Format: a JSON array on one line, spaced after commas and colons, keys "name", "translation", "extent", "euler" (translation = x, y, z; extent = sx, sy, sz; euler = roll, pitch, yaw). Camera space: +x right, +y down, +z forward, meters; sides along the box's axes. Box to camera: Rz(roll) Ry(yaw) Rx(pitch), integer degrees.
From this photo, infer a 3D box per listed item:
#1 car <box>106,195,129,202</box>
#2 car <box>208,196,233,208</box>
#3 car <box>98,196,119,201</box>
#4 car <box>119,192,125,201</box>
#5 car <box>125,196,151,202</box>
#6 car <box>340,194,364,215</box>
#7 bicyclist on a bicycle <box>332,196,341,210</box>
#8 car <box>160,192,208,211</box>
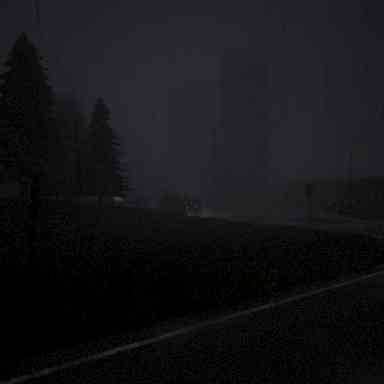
[{"name": "car", "translation": [-15.799, 1.346, 70.722], "extent": [4.181, 1.381, 1.994], "euler": [0, 0, -36]}, {"name": "car", "translation": [3.514, 1.280, 43.949], "extent": [3.988, 1.617, 1.851], "euler": [0, 0, -36]}, {"name": "car", "translation": [-13.446, 1.382, 51.540], "extent": [1.994, 1.385, 4.181], "euler": [0, 0, -35]}, {"name": "car", "translation": [-13.735, 1.030, 58.070], "extent": [2.150, 2.045, 5.566], "euler": [0, 0, -35]}, {"name": "car", "translation": [-7.786, 1.335, 49.645], "extent": [1.812, 1.442, 4.674], "euler": [0, 0, -34]}, {"name": "car", "translation": [15.097, 1.149, 31.492], "extent": [1.905, 1.878, 3.866], "euler": [0, 0, 24]}, {"name": "bicyclist on a bicycle", "translation": [15.758, 1.247, 36.203], "extent": [1.656, 1.620, 0.582], "euler": [0, 0, -12]}, {"name": "car", "translation": [-1.198, 1.039, 33.859], "extent": [2.150, 2.045, 5.566], "euler": [0, 0, -35]}]
